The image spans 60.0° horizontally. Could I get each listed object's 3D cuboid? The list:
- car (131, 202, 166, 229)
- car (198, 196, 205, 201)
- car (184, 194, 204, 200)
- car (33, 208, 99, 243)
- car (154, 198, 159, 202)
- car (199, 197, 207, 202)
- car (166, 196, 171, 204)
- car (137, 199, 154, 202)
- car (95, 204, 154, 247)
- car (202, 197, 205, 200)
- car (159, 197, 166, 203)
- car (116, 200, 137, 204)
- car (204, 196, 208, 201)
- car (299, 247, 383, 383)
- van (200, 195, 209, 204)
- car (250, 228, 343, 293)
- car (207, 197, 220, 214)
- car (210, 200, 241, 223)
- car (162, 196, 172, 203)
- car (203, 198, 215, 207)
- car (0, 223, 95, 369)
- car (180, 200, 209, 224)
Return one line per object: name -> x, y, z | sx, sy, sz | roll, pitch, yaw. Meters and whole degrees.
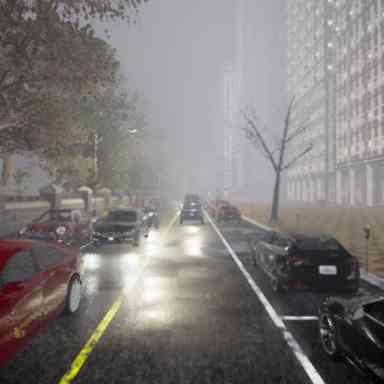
car -> -3.002, 1.605, 21.491 | 1.994, 1.385, 4.181 | 0, 0, 0
car -> 2.686, 1.830, 93.157 | 1.802, 1.307, 4.206 | 0, 0, 0
car -> 0.076, 1.318, 44.171 | 2.150, 2.045, 5.566 | 0, 0, 0
car -> -5.690, 1.466, 14.305 | 1.967, 1.590, 4.097 | 0, 0, 0
car -> -5.692, 1.635, 42.466 | 1.887, 1.381, 4.507 | 0, 0, 0
car -> 2.686, 1.790, 81.892 | 1.802, 1.307, 4.206 | 0, 0, 0
car -> -5.693, 1.696, 64.995 | 1.887, 1.381, 4.507 | 0, 0, 0
car -> -5.691, 1.516, 36.834 | 1.967, 1.590, 4.097 | 0, 0, 0
car -> -3.075, 1.532, 15.151 | 1.837, 1.490, 4.892 | 0, 0, 0
car -> 2.688, 1.640, 42.467 | 2.008, 1.369, 4.403 | 0, 0, 0
car -> -5.692, 1.664, 53.731 | 1.887, 1.381, 4.507 | 0, 0, 0
car -> -5.690, 1.574, 25.400 | 1.752, 1.417, 4.829 | 0, 0, 0
car -> 2.690, 1.516, 36.834 | 1.967, 1.590, 4.097 | 0, 0, 0
car -> 2.691, 1.571, 3.040 | 1.947, 1.339, 4.313 | 0, 0, 0
van -> 2.687, 1.510, 70.629 | 1.690, 1.788, 3.998 | 0, 0, 0
car -> 2.690, 1.581, 8.673 | 1.947, 1.339, 4.313 | 0, 0, 0
car -> 2.690, 1.502, 31.203 | 1.967, 1.590, 4.097 | 0, 0, 0
car -> 2.690, 1.594, 25.571 | 1.887, 1.381, 4.507 | 0, 0, 0
car -> -5.694, 1.713, 76.090 | 1.752, 1.417, 4.829 | 0, 0, 0
car -> 2.688, 1.701, 53.731 | 1.802, 1.307, 4.206 | 0, 0, 0
car -> -3.094, 1.486, 4.712 | 1.882, 1.535, 5.008 | 0, 0, 0
car -> 0.009, 1.597, 25.567 | 2.033, 1.411, 5.357 | 0, 0, 0
